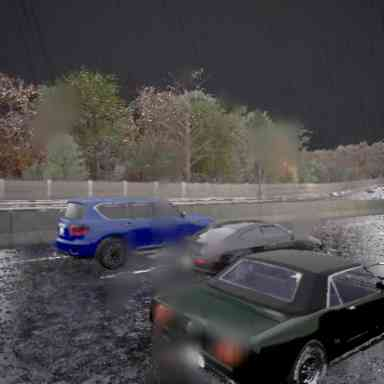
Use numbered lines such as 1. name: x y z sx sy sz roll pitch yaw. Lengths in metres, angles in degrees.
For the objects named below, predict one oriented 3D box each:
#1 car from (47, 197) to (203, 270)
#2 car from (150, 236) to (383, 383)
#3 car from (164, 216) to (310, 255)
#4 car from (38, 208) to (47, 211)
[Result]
1. car: -1.586 1.196 11.219 5.566 2.045 2.150 0 0 -36
2. car: 1.852 1.580 5.072 4.718 1.301 1.895 0 0 -36
3. car: 1.754 1.493 9.305 4.674 1.442 1.812 0 0 -36
4. car: -8.562 1.579 19.384 4.718 1.301 1.895 0 0 -36
